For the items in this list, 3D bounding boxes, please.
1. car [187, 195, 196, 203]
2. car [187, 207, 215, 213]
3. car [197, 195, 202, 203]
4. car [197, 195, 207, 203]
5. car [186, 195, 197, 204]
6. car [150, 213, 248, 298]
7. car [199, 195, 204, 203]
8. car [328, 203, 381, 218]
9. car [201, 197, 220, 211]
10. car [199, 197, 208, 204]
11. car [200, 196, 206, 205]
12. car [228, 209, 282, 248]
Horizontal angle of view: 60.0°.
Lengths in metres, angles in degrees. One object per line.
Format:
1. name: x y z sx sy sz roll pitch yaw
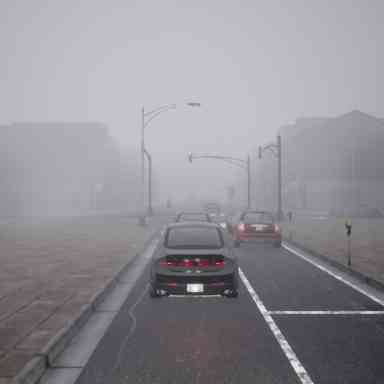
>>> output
1. car: -0.188 1.676 82.617 2.150 2.045 5.566 0 -1 0
2. car: 0.056 1.619 15.995 1.895 1.301 4.718 0 0 0
3. car: 2.509 1.830 63.411 1.947 1.339 4.313 1 -1 0
4. car: 2.477 1.735 79.726 2.192 1.841 5.009 1 -1 0
5. car: -0.151 1.570 72.208 2.150 2.045 5.566 0 -1 0
6. car: 0.020 1.512 8.512 1.837 1.490 4.892 0 0 -1
7. car: 2.535 1.703 52.706 1.752 1.417 4.829 1 0 0
8. car: 14.496 1.631 29.770 4.181 1.385 1.994 0 -2 0
9. car: 2.560 1.672 41.662 1.947 1.339 4.313 1 0 0
10. car: 2.485 1.892 74.456 1.752 1.417 4.829 1 -1 0
11. car: 2.547 1.705 47.099 1.947 1.339 4.313 1 0 0
12. car: 2.626 1.457 14.915 1.967 1.590 4.097 2 0 0
